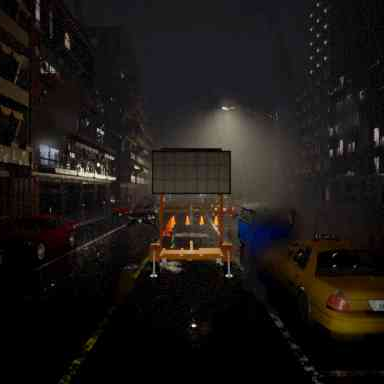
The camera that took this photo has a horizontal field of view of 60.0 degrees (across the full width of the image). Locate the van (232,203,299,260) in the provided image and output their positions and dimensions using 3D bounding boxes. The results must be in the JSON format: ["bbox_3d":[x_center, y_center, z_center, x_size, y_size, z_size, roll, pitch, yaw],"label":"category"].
[{"bbox_3d":[2.664,1.343,12.237,1.690,1.788,3.998,0,0,0],"label":"van"}]

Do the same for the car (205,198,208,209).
[{"bbox_3d":[2.628,1.543,34.514,1.752,1.417,4.829,0,0,0],"label":"car"}]

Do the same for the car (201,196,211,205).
[{"bbox_3d":[2.582,1.576,62.146,1.752,1.417,4.829,0,0,0],"label":"car"}]

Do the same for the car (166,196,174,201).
[{"bbox_3d":[-5.843,1.684,89.596,1.802,1.307,4.206,0,0,0],"label":"car"}]

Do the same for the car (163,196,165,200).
[{"bbox_3d":[-5.779,1.586,50.911,2.008,1.369,4.403,0,0,0],"label":"car"}]

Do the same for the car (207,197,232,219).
[{"bbox_3d":[2.637,1.453,28.817,1.967,1.590,4.097,0,0,0],"label":"car"}]

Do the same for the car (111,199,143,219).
[{"bbox_3d":[-5.743,1.557,28.804,1.887,1.381,4.507,0,0,0],"label":"car"}]

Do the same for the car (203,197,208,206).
[{"bbox_3d":[2.619,1.605,39.871,1.802,1.307,4.206,0,0,0],"label":"car"}]

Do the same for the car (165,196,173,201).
[{"bbox_3d":[-5.834,1.673,84.070,1.802,1.307,4.206,0,0,0],"label":"car"}]

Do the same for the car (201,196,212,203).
[{"bbox_3d":[2.610,1.611,45.397,1.802,1.307,4.206,0,0,0],"label":"car"}]

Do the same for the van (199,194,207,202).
[{"bbox_3d":[2.553,1.421,78.558,1.690,1.788,3.998,0,0,0],"label":"van"}]

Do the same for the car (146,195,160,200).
[{"bbox_3d":[-5.772,1.344,45.384,2.192,1.841,5.009,0,0,0],"label":"car"}]

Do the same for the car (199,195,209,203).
[{"bbox_3d":[2.563,1.509,73.030,1.967,1.590,4.097,0,0,0],"label":"car"}]

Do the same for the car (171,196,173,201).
[{"bbox_3d":[-5.816,1.614,73.017,1.887,1.381,4.507,0,0,0],"label":"car"}]

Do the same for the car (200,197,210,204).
[{"bbox_3d":[2.574,1.625,67.504,1.947,1.339,4.313,0,0,0],"label":"car"}]

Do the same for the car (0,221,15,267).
[{"bbox_3d":[-5.705,1.526,6.528,1.752,1.417,4.829,0,0,0],"label":"car"}]

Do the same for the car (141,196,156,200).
[{"bbox_3d":[-5.761,1.548,39.688,1.752,1.417,4.829,0,0,0],"label":"car"}]

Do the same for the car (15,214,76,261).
[{"bbox_3d":[-5.715,1.547,12.223,1.887,1.381,4.507,0,0,0],"label":"car"}]

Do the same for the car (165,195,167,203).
[{"bbox_3d":[-5.788,1.593,56.438,2.008,1.369,4.403,0,0,0],"label":"car"}]

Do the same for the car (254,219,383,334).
[{"bbox_3d":[2.674,1.526,6.881,1.752,1.417,4.829,0,0,0],"label":"car"}]

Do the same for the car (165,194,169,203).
[{"bbox_3d":[-5.798,1.490,61.963,1.967,1.590,4.097,0,0,0],"label":"car"}]

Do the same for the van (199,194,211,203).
[{"bbox_3d":[2.591,1.384,56.451,1.690,1.788,3.998,0,0,0],"label":"van"}]

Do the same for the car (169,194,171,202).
[{"bbox_3d":[-5.807,1.625,67.490,1.947,1.339,4.313,0,0,0],"label":"car"}]

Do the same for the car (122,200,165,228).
[{"bbox_3d":[-3.137,1.513,22.490,1.837,1.490,4.892,0,0,0],"label":"car"}]

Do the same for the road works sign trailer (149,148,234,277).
[{"bbox_3d":[-0.018,0.466,10.231,2.380,3.560,2.880,0,0,0],"label":"road works sign trailer"}]
